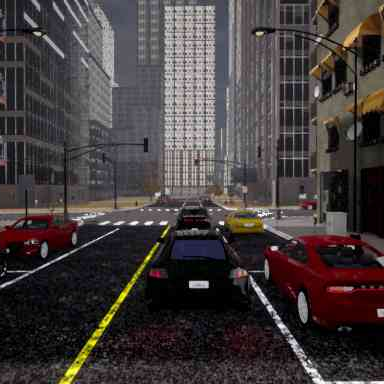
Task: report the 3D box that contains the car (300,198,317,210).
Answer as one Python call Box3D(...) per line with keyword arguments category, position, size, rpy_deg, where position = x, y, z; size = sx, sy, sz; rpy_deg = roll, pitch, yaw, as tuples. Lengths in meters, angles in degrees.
Box3D(category="car", position=(14.292, 1.256, 37.009), size=(4.507, 1.381, 1.887), rpy_deg=(-1, 1, 0))

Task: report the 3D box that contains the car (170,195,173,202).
Box3D(category="car", position=(-5.627, 1.313, 66.993), size=(2.192, 1.841, 5.009), rpy_deg=(-1, 0, 0))

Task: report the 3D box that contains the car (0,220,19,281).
Box3D(category="car", position=(-5.692, 1.439, 6.873), size=(1.967, 1.590, 4.097), rpy_deg=(-1, 0, 0))

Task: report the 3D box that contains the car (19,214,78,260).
Box3D(category="car", position=(-5.685, 1.543, 12.397), size=(1.887, 1.381, 4.507), rpy_deg=(-1, 0, 0))

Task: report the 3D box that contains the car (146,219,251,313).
Box3D(category="car", position=(0.112, 1.563, 7.734), size=(1.994, 1.385, 4.181), rpy_deg=(0, 0, 0))

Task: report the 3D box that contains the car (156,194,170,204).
Box3D(category="car", position=(-5.631, 1.542, 61.433), size=(1.887, 1.381, 4.507), rpy_deg=(-1, 0, 0))

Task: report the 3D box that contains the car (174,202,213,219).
Box3D(category="car", position=(0.096, 1.503, 17.719), size=(1.837, 1.490, 4.892), rpy_deg=(0, 0, -1))

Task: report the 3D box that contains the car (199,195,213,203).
Box3D(category="car", position=(2.748, 1.437, 61.423), size=(1.967, 1.590, 4.097), rpy_deg=(-1, 0, 0))

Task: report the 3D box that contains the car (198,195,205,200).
Box3D(category="car", position=(2.787, 1.582, 94.781), size=(1.802, 1.307, 4.206), rpy_deg=(-1, 0, 0))

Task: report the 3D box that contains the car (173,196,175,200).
Box3D(category="car", position=(-5.621, 1.313, 72.553), size=(2.192, 1.841, 5.009), rpy_deg=(-1, 0, 0))

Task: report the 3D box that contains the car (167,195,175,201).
Box3D(category="car", position=(-5.600, 1.544, 89.230), size=(1.887, 1.381, 4.507), rpy_deg=(-1, 0, 0))

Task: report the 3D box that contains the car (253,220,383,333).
Box3D(category="car", position=(2.690, 1.544, 6.850), size=(1.887, 1.381, 4.507), rpy_deg=(-1, 0, 0))

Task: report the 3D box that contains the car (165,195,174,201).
Box3D(category="car", position=(-5.608, 1.524, 83.501), size=(1.752, 1.417, 4.829), rpy_deg=(-1, 0, 0))

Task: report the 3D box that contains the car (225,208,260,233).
Box3D(category="car", position=(2.701, 1.523, 18.067), size=(1.752, 1.417, 4.829), rpy_deg=(-1, 0, 0))

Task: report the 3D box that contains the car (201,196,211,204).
Box3D(category="car", position=(2.755, 1.523, 67.152), size=(1.752, 1.417, 4.829), rpy_deg=(-1, 0, 0))
